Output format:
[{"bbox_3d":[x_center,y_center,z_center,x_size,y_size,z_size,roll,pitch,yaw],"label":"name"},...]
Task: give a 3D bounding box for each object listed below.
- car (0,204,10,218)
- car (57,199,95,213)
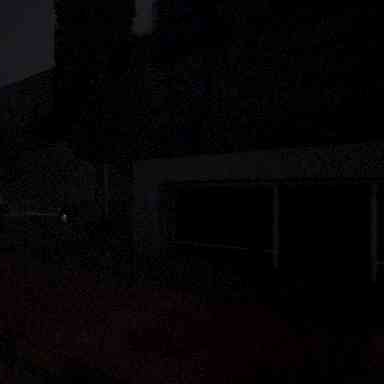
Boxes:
[{"bbox_3d":[-18.205,1.478,28.108,1.882,1.535,5.008,0,0,36],"label":"car"},{"bbox_3d":[-12.292,1.505,36.317,1.837,1.490,4.892,0,0,36],"label":"car"}]
